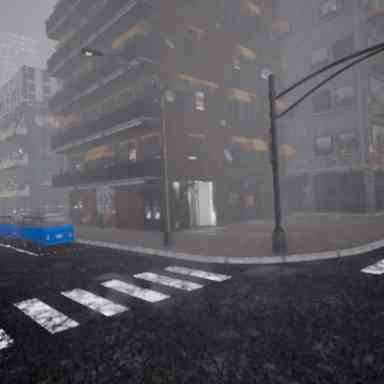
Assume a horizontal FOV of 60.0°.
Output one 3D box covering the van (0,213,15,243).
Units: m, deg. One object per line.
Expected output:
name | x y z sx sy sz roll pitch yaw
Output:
van | -11.398 2.249 21.569 1.690 1.788 3.998 -4 0 -42

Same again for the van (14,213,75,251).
van | -7.649 1.985 17.414 1.690 1.788 3.998 -4 0 -42
